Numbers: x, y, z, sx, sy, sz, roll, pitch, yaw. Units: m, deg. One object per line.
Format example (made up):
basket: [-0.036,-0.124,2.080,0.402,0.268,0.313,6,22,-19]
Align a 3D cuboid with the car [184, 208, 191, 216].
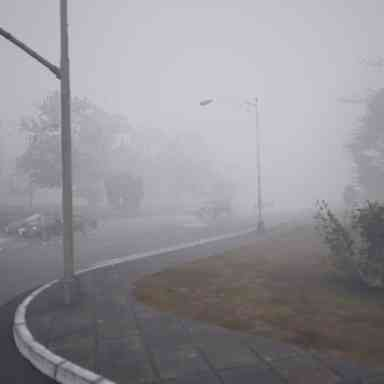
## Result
car: [1.199,2.214,41.037,2.033,1.411,5.357,-2,-1,32]

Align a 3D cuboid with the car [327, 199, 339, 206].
car: [31.275,2.270,73.532,2.128,1.511,4.902,-2,-2,38]

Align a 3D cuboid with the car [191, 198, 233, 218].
car: [2.548,1.759,36.638,2.150,2.045,5.566,-2,-1,32]

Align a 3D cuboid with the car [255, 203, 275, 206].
car: [11.043,1.829,49.986,2.033,1.411,5.357,-2,-2,32]

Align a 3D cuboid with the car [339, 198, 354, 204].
car: [37.823,2.197,81.405,1.882,1.535,5.008,-3,-2,43]

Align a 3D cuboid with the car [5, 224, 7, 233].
car: [-10.361,2.132,22.981,1.812,1.442,4.674,-2,-1,34]

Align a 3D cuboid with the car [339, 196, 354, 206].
car: [33.892,1.855,71.214,2.150,2.045,5.566,-2,-2,38]

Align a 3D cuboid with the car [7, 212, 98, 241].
car: [-8.019,1.979,20.185,2.128,1.511,4.902,-2,-1,34]
